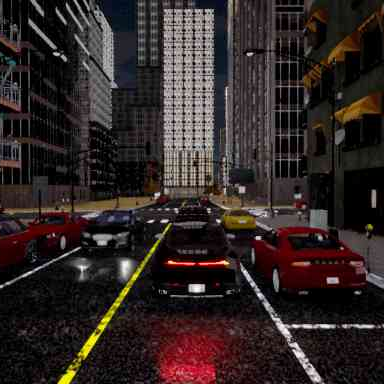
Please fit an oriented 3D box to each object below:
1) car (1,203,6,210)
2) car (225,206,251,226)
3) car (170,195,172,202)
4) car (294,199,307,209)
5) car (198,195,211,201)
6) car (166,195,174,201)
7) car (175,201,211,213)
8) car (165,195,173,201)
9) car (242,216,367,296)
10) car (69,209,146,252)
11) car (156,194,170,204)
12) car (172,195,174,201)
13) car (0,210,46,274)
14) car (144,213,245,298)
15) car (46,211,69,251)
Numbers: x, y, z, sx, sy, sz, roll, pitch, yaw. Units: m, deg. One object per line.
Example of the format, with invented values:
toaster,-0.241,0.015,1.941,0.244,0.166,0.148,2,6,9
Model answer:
car,-23.917,1.760,38.341,4.097,1.590,1.967,-1,1,-1
car,2.646,1.530,19.759,1.752,1.417,4.829,-1,0,0
car,-5.825,1.339,68.661,2.192,1.841,5.009,-1,0,0
car,14.181,1.270,38.734,4.507,1.381,1.887,-1,1,-1
car,2.566,1.461,63.115,1.967,1.590,4.097,-1,0,0
car,-5.864,1.579,90.898,1.887,1.381,4.507,-1,0,0
car,0.063,1.482,18.744,1.882,1.535,5.008,0,0,0
car,-5.854,1.557,85.169,1.752,1.417,4.829,-1,0,0
car,2.667,1.547,8.542,1.887,1.381,4.507,-1,0,0
car,-3.091,1.496,13.917,2.128,1.511,4.902,0,0,0
car,-5.813,1.566,63.100,1.887,1.381,4.507,-1,0,0
car,-5.836,1.341,74.220,2.192,1.841,5.009,-1,0,0
car,-5.715,1.442,8.540,1.967,1.590,4.097,-1,0,0
car,0.083,1.507,8.472,1.837,1.490,4.892,0,0,0
car,-5.724,1.548,14.064,1.887,1.381,4.507,-1,0,0
